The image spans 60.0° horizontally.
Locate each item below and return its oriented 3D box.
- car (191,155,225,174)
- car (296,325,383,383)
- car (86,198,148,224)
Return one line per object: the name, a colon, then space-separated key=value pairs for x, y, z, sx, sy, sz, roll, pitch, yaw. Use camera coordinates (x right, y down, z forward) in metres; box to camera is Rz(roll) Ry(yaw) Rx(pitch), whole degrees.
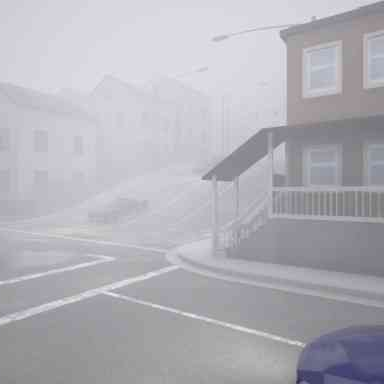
car: x=1.735 y=-2.933 z=34.559 sx=1.837 sy=1.490 sz=4.892 roll=0 pitch=15 yaw=35
car: x=2.955 y=1.525 z=1.856 sx=4.674 sy=1.442 sz=1.812 roll=0 pitch=0 yaw=36
car: x=-5.376 y=1.266 z=24.208 sx=1.895 sy=1.301 sz=4.718 roll=0 pitch=12 yaw=34
